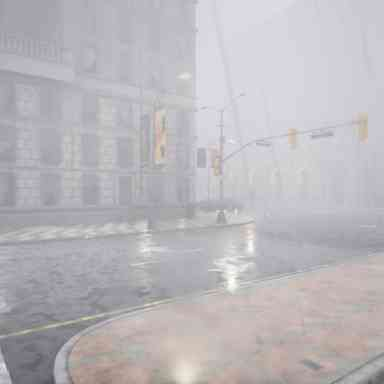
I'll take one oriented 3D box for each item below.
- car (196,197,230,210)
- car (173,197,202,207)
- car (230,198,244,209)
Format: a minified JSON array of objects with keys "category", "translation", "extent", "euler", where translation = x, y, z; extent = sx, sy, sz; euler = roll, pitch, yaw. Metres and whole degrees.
[{"category":"car","translation":[2.325,1.564,42.249],"extent":[1.994,1.385,4.181],"euler":[0,0,-36]},{"category":"car","translation":[-0.800,1.547,52.627],"extent":[2.033,1.411,5.357],"euler":[0,0,-35]},{"category":"car","translation":[4.886,1.505,44.682],"extent":[1.837,1.490,4.892],"euler":[0,0,-36]}]
